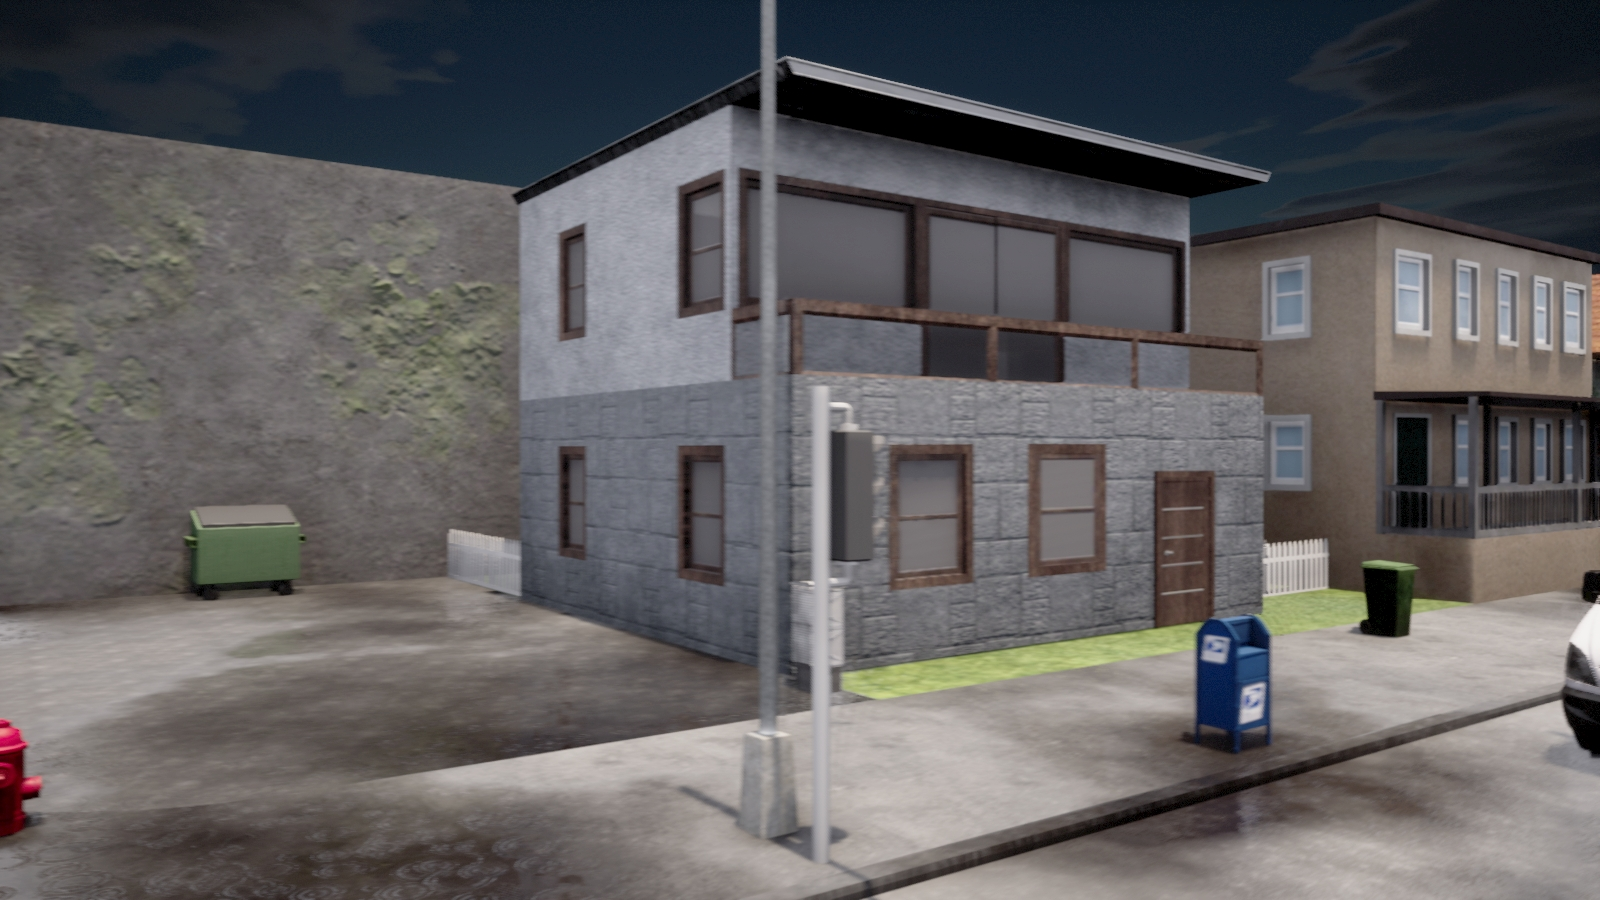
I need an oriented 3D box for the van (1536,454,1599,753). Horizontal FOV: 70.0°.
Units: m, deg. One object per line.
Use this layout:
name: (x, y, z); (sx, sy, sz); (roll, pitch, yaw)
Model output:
van: (9.553, 1.316, 11.073); (5.915, 2.561, 1.988); (0, 0, -35)
